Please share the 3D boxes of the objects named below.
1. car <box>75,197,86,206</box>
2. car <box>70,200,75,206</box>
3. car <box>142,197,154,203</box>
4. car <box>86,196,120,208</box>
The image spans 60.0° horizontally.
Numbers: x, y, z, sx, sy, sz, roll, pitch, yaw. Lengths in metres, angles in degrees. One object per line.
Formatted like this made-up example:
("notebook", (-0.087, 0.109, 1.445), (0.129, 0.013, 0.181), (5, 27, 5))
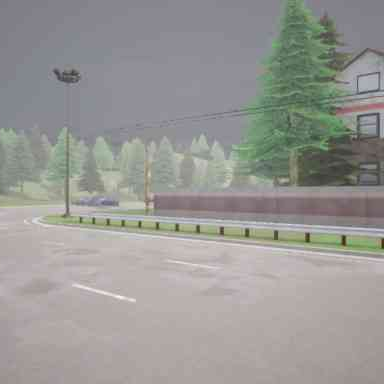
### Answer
("car", (-15.321, 1.351, 52.017), (2.097, 1.767, 4.553), (0, 0, 36))
("car", (-17.747, 1.525, 54.634), (1.812, 1.442, 4.674), (0, 0, 36))
("car", (-8.000, 1.600, 67.990), (1.895, 1.301, 4.718), (0, 0, 36))
("car", (-12.873, 1.525, 49.431), (1.812, 1.442, 4.674), (0, 0, 36))
